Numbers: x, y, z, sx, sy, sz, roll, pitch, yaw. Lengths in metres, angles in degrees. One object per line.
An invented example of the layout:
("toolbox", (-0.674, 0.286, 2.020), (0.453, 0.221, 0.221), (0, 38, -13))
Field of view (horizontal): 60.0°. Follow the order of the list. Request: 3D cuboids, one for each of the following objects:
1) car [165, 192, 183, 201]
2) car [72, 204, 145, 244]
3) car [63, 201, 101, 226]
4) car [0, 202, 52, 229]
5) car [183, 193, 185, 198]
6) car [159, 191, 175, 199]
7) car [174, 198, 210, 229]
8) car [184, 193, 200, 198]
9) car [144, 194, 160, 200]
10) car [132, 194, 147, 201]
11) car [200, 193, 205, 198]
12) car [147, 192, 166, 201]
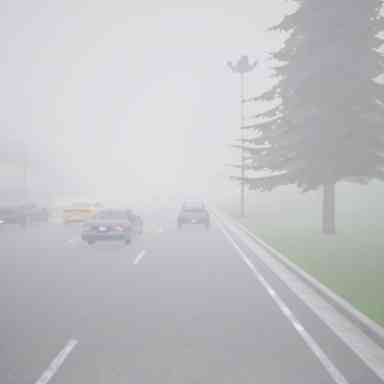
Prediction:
("car", (-3.494, 1.104, 65.105), (1.994, 1.385, 4.181), (0, 0, 2))
("car", (-3.403, 1.439, 15.181), (2.033, 1.411, 5.357), (0, 0, 0))
("car", (-6.904, 1.320, 22.142), (1.882, 1.535, 5.008), (0, 0, 0))
("car", (-10.404, 1.358, 20.649), (1.837, 1.490, 4.892), (0, 0, 0))
("car", (-2.156, 0.852, 75.013), (2.128, 1.511, 4.902), (0, 0, 17))
("car", (-5.568, 0.672, 75.801), (2.097, 1.767, 4.553), (0, 0, 17))
("car", (0.096, 1.346, 20.556), (2.128, 1.511, 4.902), (0, 0, 0))
("car", (0.000, 1.047, 64.717), (1.837, 1.490, 4.892), (0, 0, 2))
("car", (-9.139, 1.054, 75.908), (1.895, 1.301, 4.718), (0, 0, 17))
("car", (-10.489, 1.086, 65.379), (2.033, 1.411, 5.357), (0, 0, 2))
("car", (1.470, 0.963, 74.995), (2.033, 1.411, 5.357), (0, 0, 17))
("car", (-6.985, 0.888, 65.675), (2.097, 1.767, 4.553), (0, 0, 2))
